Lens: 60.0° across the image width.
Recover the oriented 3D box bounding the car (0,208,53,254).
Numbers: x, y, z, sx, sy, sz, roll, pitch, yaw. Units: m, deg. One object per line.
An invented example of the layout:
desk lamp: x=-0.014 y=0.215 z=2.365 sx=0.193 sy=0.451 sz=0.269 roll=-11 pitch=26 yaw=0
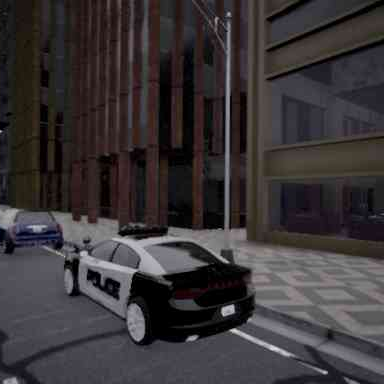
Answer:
car: x=-7.297 y=1.488 z=14.493 sx=2.097 sy=1.767 sz=4.553 roll=1 pitch=-1 yaw=-39

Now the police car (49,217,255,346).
police car: x=-1.100 y=1.518 z=6.822 sx=1.930 sy=1.638 sz=5.238 roll=1 pitch=-1 yaw=-39
